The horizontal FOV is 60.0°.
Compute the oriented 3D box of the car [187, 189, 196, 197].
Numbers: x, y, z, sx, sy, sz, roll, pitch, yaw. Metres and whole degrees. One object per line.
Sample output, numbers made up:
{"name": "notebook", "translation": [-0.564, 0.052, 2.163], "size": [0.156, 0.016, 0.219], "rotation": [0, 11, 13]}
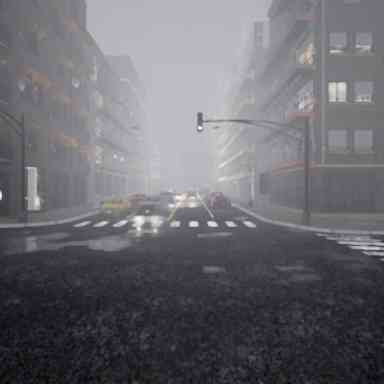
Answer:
{"name": "car", "translation": [-0.095, 0.123, 67.262], "size": [1.812, 1.442, 4.674], "rotation": [0, 1, 0]}

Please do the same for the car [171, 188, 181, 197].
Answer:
{"name": "car", "translation": [-3.090, 0.167, 66.577], "size": [2.033, 1.411, 5.357], "rotation": [0, 1, -3]}

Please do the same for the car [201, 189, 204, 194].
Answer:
{"name": "car", "translation": [2.630, 0.592, 47.575], "size": [1.802, 1.307, 4.206], "rotation": [1, 1, 0]}

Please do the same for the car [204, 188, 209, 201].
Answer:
{"name": "car", "translation": [2.647, 0.678, 36.528], "size": [1.967, 1.590, 4.097], "rotation": [1, 1, 0]}

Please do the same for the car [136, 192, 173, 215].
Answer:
{"name": "car", "translation": [-3.106, 0.983, 27.009], "size": [2.033, 1.411, 5.357], "rotation": [0, 1, 3]}

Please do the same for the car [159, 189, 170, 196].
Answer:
{"name": "car", "translation": [-5.782, 0.100, 69.666], "size": [1.887, 1.381, 4.507], "rotation": [1, 1, 0]}

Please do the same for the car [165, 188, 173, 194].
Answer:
{"name": "car", "translation": [-5.804, -0.255, 86.062], "size": [1.752, 1.417, 4.829], "rotation": [1, 1, 0]}

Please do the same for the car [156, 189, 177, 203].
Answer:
{"name": "car", "translation": [-3.141, 0.676, 40.772], "size": [1.812, 1.442, 4.674], "rotation": [0, 1, 0]}

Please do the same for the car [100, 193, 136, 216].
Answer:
{"name": "car", "translation": [-5.719, 0.996, 25.318], "size": [1.752, 1.417, 4.829], "rotation": [1, 1, 0]}

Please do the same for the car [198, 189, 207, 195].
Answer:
{"name": "car", "translation": [2.584, -0.105, 80.709], "size": [1.947, 1.339, 4.313], "rotation": [1, 1, 0]}

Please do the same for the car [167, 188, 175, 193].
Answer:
{"name": "car", "translation": [-5.812, -0.346, 91.755], "size": [2.008, 1.369, 4.403], "rotation": [1, 1, 0]}

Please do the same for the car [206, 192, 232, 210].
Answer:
{"name": "car", "translation": [2.654, 0.897, 31.008], "size": [1.887, 1.381, 4.507], "rotation": [1, 1, 0]}

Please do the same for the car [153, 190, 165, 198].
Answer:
{"name": "car", "translation": [-5.766, 0.311, 58.451], "size": [1.752, 1.417, 4.829], "rotation": [1, 1, 0]}

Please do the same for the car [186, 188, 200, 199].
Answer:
{"name": "car", "translation": [-0.079, 0.366, 56.843], "size": [2.033, 1.411, 5.357], "rotation": [0, 1, 0]}

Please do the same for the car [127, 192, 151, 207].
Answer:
{"name": "car", "translation": [-5.735, 0.783, 36.532], "size": [1.887, 1.381, 4.507], "rotation": [1, 1, 0]}

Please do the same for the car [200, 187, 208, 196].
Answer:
{"name": "car", "translation": [2.602, -0.130, 69.660], "size": [2.192, 1.841, 5.009], "rotation": [1, 1, 0]}
